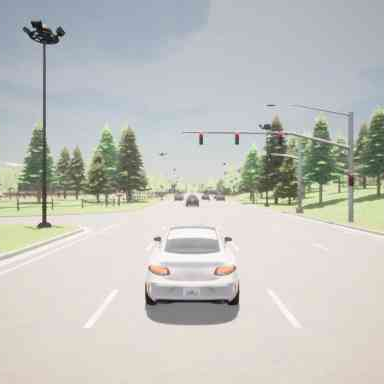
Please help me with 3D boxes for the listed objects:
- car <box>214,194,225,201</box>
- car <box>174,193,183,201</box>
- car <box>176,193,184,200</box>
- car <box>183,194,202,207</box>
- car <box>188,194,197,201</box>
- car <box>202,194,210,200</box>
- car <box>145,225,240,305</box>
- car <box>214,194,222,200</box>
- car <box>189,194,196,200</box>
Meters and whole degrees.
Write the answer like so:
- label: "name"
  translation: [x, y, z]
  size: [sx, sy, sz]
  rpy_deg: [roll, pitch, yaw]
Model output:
- label: "car"
  translation: [7.124, 1.498, 82.442]
  size: [2.128, 1.511, 4.902]
  rpy_deg: [0, 0, 0]
- label: "car"
  translation: [-3.375, 1.525, 82.842]
  size: [1.994, 1.385, 4.181]
  rpy_deg: [0, 0, 0]
- label: "car"
  translation: [-3.360, 1.166, 92.848]
  size: [2.097, 1.767, 4.553]
  rpy_deg: [0, 0, 0]
- label: "car"
  translation: [0.078, 1.340, 51.810]
  size: [2.097, 1.767, 4.553]
  rpy_deg: [0, 0, 0]
- label: "car"
  translation: [0.125, 1.329, 82.839]
  size: [2.097, 1.767, 4.553]
  rpy_deg: [0, 0, 0]
- label: "car"
  translation: [3.635, 1.335, 89.917]
  size: [2.097, 1.767, 4.553]
  rpy_deg: [0, 0, 0]
- label: "car"
  translation: [0.018, 1.524, 7.937]
  size: [1.812, 1.442, 4.674]
  rpy_deg: [0, 0, 0]
- label: "car"
  translation: [7.140, 1.364, 92.862]
  size: [1.994, 1.385, 4.181]
  rpy_deg: [0, 0, 0]
- label: "car"
  translation: [0.140, 1.311, 92.873]
  size: [1.837, 1.490, 4.892]
  rpy_deg: [0, 0, 0]
